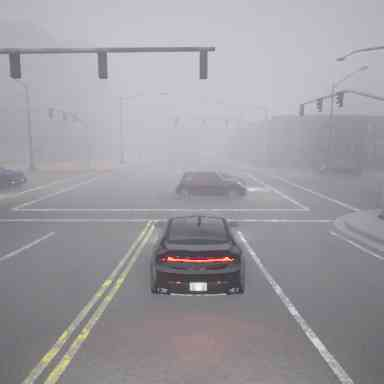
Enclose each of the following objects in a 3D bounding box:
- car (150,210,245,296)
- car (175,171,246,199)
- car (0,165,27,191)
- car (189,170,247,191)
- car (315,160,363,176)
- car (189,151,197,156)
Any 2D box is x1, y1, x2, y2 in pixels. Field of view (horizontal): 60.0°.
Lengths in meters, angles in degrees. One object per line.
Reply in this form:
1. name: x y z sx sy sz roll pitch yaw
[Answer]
1. car: 0.115 1.200 8.071 1.837 1.490 4.892 0 4 0
2. car: 1.184 -0.585 21.596 4.553 1.767 2.097 0 8 0
3. car: -15.602 -1.239 25.180 5.566 2.045 2.150 0 8 -1
4. car: 1.880 -0.887 25.086 4.181 1.385 1.994 0 8 0
5. car: 15.663 -2.657 35.557 4.553 1.767 2.097 0 8 0
6. car: 0.273 -10.313 88.646 2.033 1.411 5.357 0 8 0
